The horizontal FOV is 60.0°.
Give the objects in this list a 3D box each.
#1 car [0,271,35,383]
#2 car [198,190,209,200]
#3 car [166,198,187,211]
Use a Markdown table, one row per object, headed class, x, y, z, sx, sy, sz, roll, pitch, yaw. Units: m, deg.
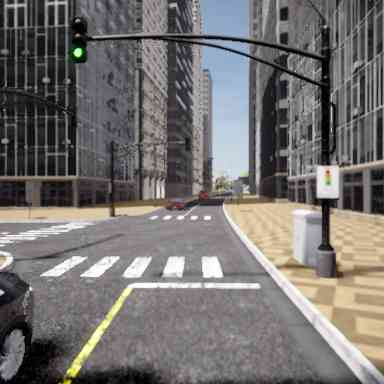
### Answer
| class | x | y | z | sx | sy | sz | roll | pitch | yaw |
| --- | --- | --- | --- | --- | --- | --- | --- | --- | --- |
| car | -2.968 | 1.517 | 2.439 | 1.837 | 1.490 | 4.892 | 0 | 0 | 1 |
| car | 2.570 | 0.603 | 72.819 | 2.150 | 2.045 | 5.566 | 0 | 1 | 8 |
| car | -1.588 | 1.329 | 35.796 | 1.994 | 1.385 | 4.181 | 0 | 1 | 4 |
